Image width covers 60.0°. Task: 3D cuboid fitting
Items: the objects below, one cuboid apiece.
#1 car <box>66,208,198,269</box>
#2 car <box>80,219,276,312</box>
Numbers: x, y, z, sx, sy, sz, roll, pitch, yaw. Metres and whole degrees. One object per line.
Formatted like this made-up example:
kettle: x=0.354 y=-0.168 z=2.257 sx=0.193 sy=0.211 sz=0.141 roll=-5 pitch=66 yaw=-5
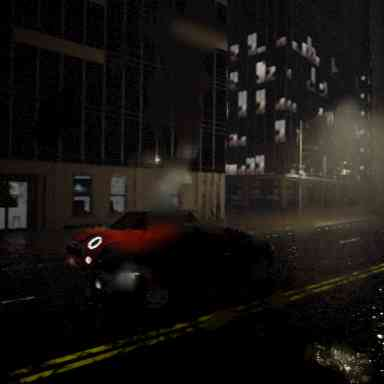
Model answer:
car: x=-1.591 y=1.361 z=10.720 sx=4.553 sy=1.767 sz=2.097 roll=0 pitch=0 yaw=-37
car: x=0.042 y=1.532 z=7.868 sx=4.674 sy=1.442 sz=1.812 roll=0 pitch=0 yaw=-37
